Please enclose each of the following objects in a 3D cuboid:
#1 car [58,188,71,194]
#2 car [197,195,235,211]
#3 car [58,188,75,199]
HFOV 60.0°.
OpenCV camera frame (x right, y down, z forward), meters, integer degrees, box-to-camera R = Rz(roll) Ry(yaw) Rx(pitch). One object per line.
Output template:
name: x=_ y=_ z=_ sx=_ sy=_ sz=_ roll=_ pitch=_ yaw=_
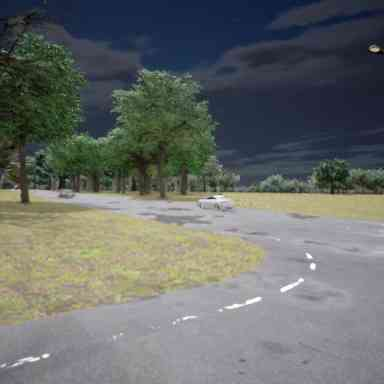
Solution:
car: x=-31.565 y=-0.343 z=81.952 sx=1.895 sy=1.301 sz=4.718 roll=-1 pitch=2 yaw=-35
car: x=2.400 y=1.062 z=34.130 sx=1.812 sy=1.442 sz=4.674 roll=-1 pitch=2 yaw=-35
car: x=-20.686 y=0.318 z=54.776 sx=2.128 sy=1.511 sz=4.902 roll=-1 pitch=2 yaw=-33
